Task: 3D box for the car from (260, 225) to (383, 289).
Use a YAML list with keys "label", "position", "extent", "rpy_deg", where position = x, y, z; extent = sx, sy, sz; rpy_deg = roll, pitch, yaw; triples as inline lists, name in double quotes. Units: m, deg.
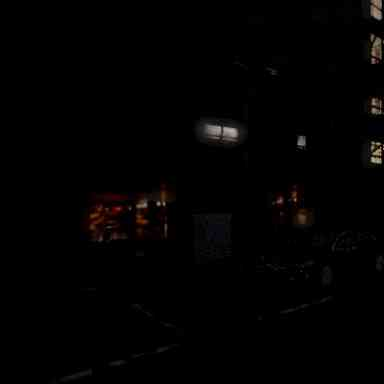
- label: "car"
  position: [3.780, 1.632, 9.264]
  extent: [4.403, 1.369, 2.008]
  rpy_deg: [1, -1, -35]
